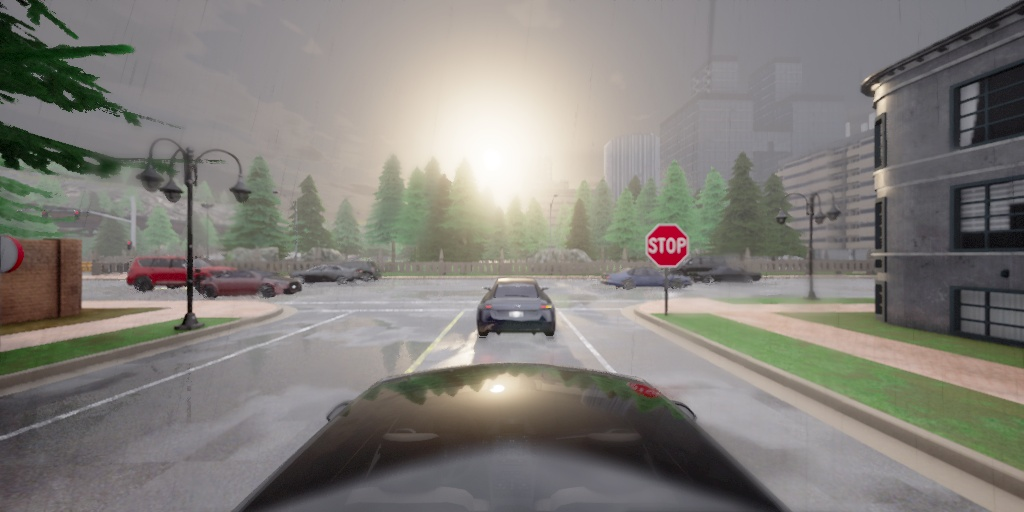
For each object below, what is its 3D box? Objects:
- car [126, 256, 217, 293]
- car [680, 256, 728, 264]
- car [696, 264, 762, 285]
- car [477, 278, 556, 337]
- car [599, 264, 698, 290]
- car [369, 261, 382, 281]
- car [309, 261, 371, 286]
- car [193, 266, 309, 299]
[{"bbox_3d":[-19.237,1.034,21.220,5.566,2.045,2.150,0,0,-2],"label":"car"},{"bbox_3d":[15.069,1.044,29.762,5.566,2.045,2.150,0,0,-2],"label":"car"},{"bbox_3d":[15.391,1.419,26.271,4.718,1.301,1.895,0,0,-2],"label":"car"},{"bbox_3d":[0.123,1.325,10.345,1.994,1.385,4.181,0,0,1],"label":"car"},{"bbox_3d":[8.220,1.361,22.289,5.357,1.411,2.033,0,0,-2],"label":"car"},{"bbox_3d":[-12.905,1.174,28.668,4.553,1.767,2.097,0,0,-2],"label":"car"},{"bbox_3d":[-12.977,1.308,25.163,4.902,1.511,2.128,0,0,-2],"label":"car"},{"bbox_3d":[-12.965,1.372,17.959,4.181,1.385,1.994,0,0,-2],"label":"car"}]
